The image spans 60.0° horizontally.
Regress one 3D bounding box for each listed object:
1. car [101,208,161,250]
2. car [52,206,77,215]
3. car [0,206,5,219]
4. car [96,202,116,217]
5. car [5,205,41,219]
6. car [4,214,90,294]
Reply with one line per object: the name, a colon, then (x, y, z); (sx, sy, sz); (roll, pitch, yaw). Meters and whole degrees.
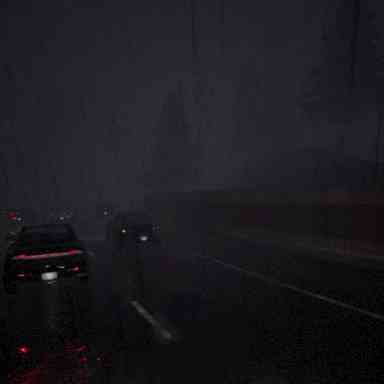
car: (-2.764, 1.656, 15.170); (1.812, 1.442, 4.674); (-2, 0, -22)
car: (-11.265, 1.949, 29.349); (1.812, 1.442, 4.674); (-2, 0, -16)
car: (-19.837, 2.182, 35.209); (2.128, 1.511, 4.902); (-2, 0, -13)
car: (-9.308, 1.895, 36.055); (1.837, 1.490, 4.892); (-2, 0, -13)
car: (-15.128, 2.043, 30.351); (1.837, 1.490, 4.892); (-2, 0, -15)
car: (-4.095, 1.641, 9.427); (2.128, 1.511, 4.902); (-2, 0, -24)
